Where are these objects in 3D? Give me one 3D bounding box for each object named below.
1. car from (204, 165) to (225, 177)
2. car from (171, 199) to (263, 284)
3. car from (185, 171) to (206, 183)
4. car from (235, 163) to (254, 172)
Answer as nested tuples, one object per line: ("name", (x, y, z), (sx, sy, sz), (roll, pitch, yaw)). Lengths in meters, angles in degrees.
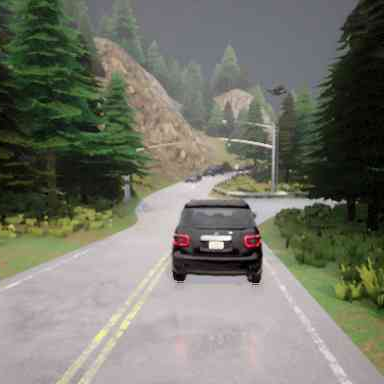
("car", (4.262, -4.101, 63.694), (2.150, 2.045, 5.566), (3, 10, 36))
("car", (0.750, 1.206, 9.768), (2.150, 2.045, 5.566), (0, 0, 5))
("car", (0.265, -2.327, 55.142), (1.994, 1.385, 4.181), (2, 9, 19))
("car", (11.279, -5.328, 70.870), (4.553, 1.767, 2.097), (-9, 9, -37))
